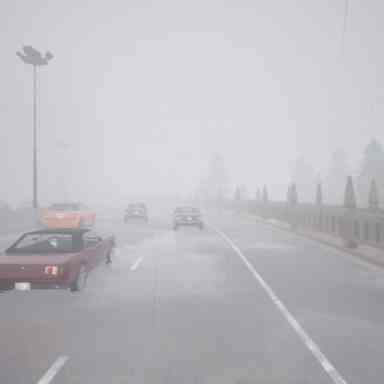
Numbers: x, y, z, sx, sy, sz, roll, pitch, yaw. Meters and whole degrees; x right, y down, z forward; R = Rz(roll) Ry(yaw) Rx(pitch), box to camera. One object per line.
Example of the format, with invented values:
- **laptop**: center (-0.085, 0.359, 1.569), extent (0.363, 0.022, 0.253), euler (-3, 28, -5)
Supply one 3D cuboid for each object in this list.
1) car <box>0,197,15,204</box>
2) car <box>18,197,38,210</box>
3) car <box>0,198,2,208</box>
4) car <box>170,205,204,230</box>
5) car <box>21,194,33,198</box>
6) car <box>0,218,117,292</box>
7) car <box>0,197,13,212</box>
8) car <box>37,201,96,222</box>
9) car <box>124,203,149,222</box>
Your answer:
- **car**: center (-40.104, 1.818, 71.770), extent (2.128, 1.511, 4.902), euler (0, 0, -42)
- **car**: center (-17.083, 1.591, 35.357), extent (1.812, 1.442, 4.674), euler (0, 0, -14)
- **car**: center (-29.339, 1.628, 49.023), extent (1.882, 1.535, 5.008), euler (0, 0, -25)
- **car**: center (-0.360, 1.566, 21.405), extent (2.033, 1.411, 5.357), euler (0, 0, -5)
- **car**: center (-35.168, 1.512, 71.383), extent (2.150, 2.045, 5.566), euler (0, 0, -39)
- **car**: center (-3.397, 1.607, 8.906), extent (1.895, 1.301, 4.718), euler (0, 0, 0)
- **car**: center (-20.737, 1.598, 35.626), extent (1.812, 1.442, 4.674), euler (0, 0, -16)
- **car**: center (-7.345, 1.372, 20.316), extent (2.097, 1.767, 4.553), euler (0, 0, -4)
- **car**: center (-4.496, 1.577, 26.862), extent (2.033, 1.411, 5.357), euler (0, 0, -8)
